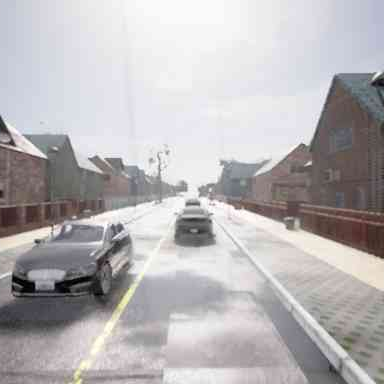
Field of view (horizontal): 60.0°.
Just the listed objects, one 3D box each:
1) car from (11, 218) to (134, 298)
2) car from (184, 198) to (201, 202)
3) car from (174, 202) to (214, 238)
[{"bbox_3d":[-2.751,1.487,8.672,2.128,1.511,4.902,0,0,0],"label":"car"},{"bbox_3d":[0.095,1.478,39.642,1.882,1.535,5.008,0,0,0],"label":"car"},{"bbox_3d":[0.097,1.500,17.502,1.837,1.490,4.892,0,0,0],"label":"car"}]
